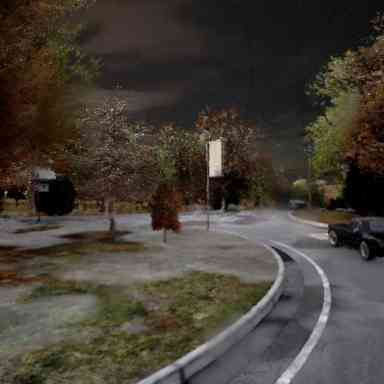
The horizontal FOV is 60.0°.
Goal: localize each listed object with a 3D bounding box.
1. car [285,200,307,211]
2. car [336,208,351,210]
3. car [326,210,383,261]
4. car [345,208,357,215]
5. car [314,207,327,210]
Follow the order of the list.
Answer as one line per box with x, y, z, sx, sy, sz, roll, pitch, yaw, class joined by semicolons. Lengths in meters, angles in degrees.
17.875;2.296;56.854;2.150;2.045;5.566;-1;-5;36;car
31.136;3.991;69.236;1.895;1.301;4.718;-1;-5;36;car
6.556;1.558;12.055;1.895;1.301;4.718;-1;0;4;car
37.002;4.566;77.366;1.812;1.442;4.674;-1;-5;37;car
26.895;3.855;69.330;1.895;1.301;4.718;-1;-5;36;car
